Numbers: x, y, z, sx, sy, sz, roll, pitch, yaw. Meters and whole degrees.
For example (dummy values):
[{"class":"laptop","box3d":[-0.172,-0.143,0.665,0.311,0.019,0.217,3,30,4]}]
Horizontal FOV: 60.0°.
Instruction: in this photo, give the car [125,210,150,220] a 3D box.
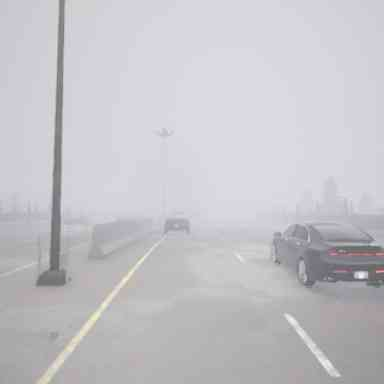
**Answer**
[{"class":"car","box3d":[-7.080,3.437,43.443,1.812,1.442,4.674,0,-4,0]}]

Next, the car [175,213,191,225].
[{"class":"car","box3d":[-1.054,3.307,41.203,1.812,1.442,4.674,0,-3,0]}]

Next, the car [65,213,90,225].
[{"class":"car","box3d":[-14.089,3.297,41.033,1.812,1.442,4.674,0,-3,0]}]

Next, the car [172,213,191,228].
[{"class":"car","box3d":[-1.054,2.958,35.213,1.812,1.442,4.674,0,-3,0]}]

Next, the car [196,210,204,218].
[{"class":"car","box3d":[1.349,4.836,72.940,2.097,1.767,4.553,-1,-3,11]}]

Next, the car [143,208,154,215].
[{"class":"car","box3d":[-11.081,5.003,81.824,2.150,2.045,5.566,-1,-3,13]}]

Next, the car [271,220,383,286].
[{"class":"car","box3d":[3.599,1.578,9.500,1.837,1.490,4.892,0,-1,0]}]

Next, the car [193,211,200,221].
[{"class":"car","box3d":[0.012,4.401,58.740,1.895,1.301,4.718,0,-3,2]}]

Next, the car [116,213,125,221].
[{"class":"car","box3d":[-10.564,3.997,52.688,2.033,1.411,5.357,0,-3,1]}]

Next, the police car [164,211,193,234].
[{"class":"police car","box3d":[-1.053,2.283,25.345,1.930,1.638,5.238,0,-3,0]}]
